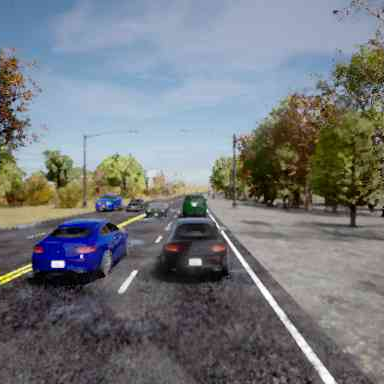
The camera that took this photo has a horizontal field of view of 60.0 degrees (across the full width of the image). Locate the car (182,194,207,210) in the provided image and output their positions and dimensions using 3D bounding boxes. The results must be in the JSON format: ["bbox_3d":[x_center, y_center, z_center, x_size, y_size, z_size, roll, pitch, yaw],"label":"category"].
[{"bbox_3d":[0.243,1.212,30.931,2.150,2.045,5.566,-1,0,1],"label":"car"}]

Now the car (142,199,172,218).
[{"bbox_3d":[-3.014,1.604,30.442,1.895,1.301,4.718,0,0,1],"label":"car"}]

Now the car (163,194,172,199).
[{"bbox_3d":[-5.748,1.261,79.376,2.097,1.767,4.553,0,0,1],"label":"car"}]

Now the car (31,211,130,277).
[{"bbox_3d":[-3.142,1.530,10.157,1.812,1.442,4.674,0,0,1],"label":"car"}]

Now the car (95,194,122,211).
[{"bbox_3d":[-9.632,1.222,38.947,2.150,2.045,5.566,0,0,1],"label":"car"}]

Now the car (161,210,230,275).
[{"bbox_3d":[0.103,1.531,10.389,1.812,1.442,4.674,0,0,0],"label":"car"}]

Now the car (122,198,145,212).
[{"bbox_3d":[-6.383,1.502,38.661,1.837,1.490,4.892,0,0,1],"label":"car"}]
